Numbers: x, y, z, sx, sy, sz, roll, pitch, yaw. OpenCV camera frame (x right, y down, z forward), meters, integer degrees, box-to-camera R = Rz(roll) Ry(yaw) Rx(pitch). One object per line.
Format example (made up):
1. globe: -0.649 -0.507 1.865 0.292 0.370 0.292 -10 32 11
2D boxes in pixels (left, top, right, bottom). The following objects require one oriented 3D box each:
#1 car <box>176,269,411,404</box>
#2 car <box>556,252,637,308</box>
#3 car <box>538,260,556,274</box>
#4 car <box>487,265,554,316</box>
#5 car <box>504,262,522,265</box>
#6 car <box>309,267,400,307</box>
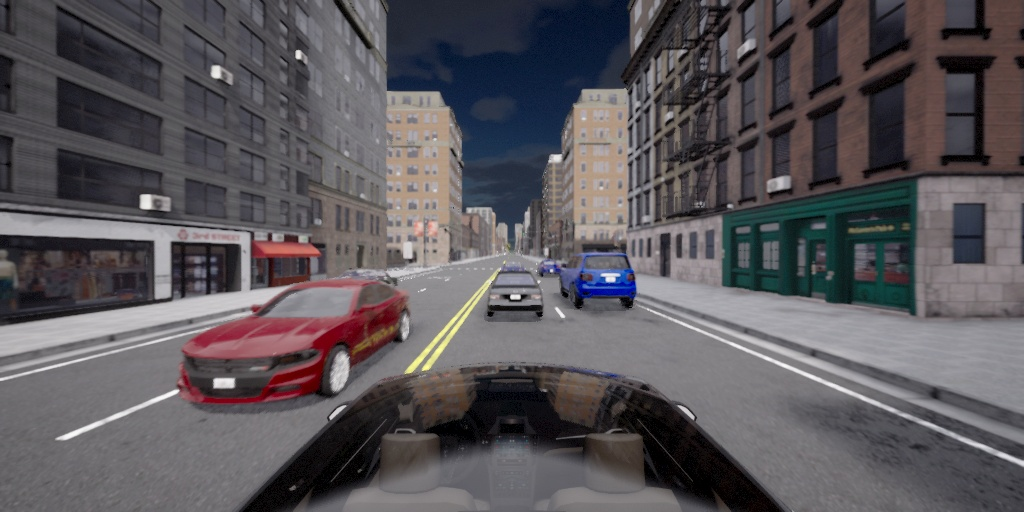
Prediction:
1. car: -3.351 1.191 6.671 1.882 1.535 5.008 0 0 0
2. car: 3.346 0.873 14.854 2.150 2.045 5.566 0 0 0
3. car: 3.346 1.045 32.503 1.812 1.442 4.674 0 0 0
4. car: 0.097 1.213 12.891 2.033 1.411 5.357 0 0 0
5. car: 0.096 1.133 30.716 1.895 1.301 4.718 0 0 0
6. car: -6.603 1.246 15.724 1.895 1.301 4.718 0 0 0
